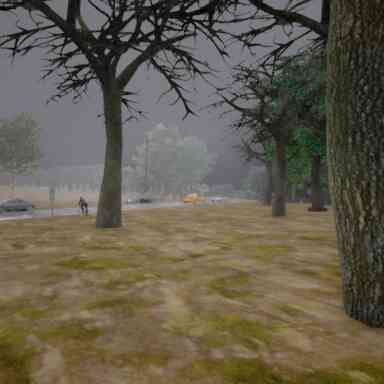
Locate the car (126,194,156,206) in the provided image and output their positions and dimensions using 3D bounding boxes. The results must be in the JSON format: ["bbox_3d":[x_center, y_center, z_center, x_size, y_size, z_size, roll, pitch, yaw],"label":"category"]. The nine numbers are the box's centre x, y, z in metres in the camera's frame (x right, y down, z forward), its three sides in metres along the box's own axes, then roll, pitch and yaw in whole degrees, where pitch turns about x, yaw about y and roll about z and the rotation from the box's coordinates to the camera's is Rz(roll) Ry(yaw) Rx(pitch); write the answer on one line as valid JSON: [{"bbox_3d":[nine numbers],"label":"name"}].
[{"bbox_3d":[-6.851,1.012,45.169,2.128,1.511,4.902,2,1,31],"label":"car"}]

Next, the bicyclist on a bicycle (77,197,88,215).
[{"bbox_3d":[-9.666,1.258,29.302,1.656,1.620,0.582,0,0,36],"label":"bicyclist on a bicycle"}]

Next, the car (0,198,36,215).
[{"bbox_3d":[-16.715,1.288,30.620,1.994,1.385,4.181,2,2,37],"label":"car"}]

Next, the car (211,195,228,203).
[{"bbox_3d":[5.098,1.247,60.990,1.895,1.301,4.718,1,0,24],"label":"car"}]

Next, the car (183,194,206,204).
[{"bbox_3d":[0.463,1.051,51.636,1.882,1.535,5.008,1,1,28],"label":"car"}]
